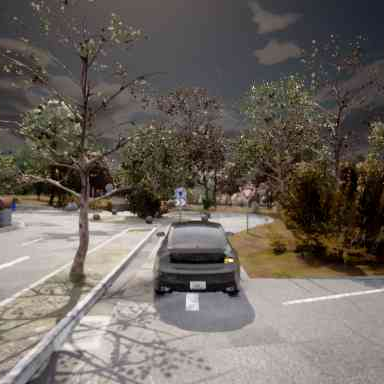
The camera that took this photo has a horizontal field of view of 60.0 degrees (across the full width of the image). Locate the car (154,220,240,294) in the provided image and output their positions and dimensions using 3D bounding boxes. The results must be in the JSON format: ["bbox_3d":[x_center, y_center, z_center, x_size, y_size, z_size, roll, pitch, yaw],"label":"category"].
[{"bbox_3d":[0.099,1.496,8.717,1.837,1.490,4.892,0,1,0],"label":"car"}]

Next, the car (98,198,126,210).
[{"bbox_3d":[-10.396,1.526,45.173,4.553,1.767,2.097,1,-1,12],"label":"car"}]
